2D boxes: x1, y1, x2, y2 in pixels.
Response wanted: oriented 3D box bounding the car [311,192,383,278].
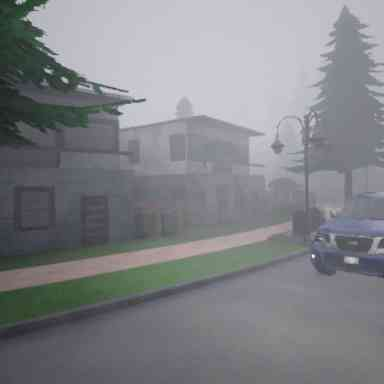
[{"bbox_3d":[5.292,1.038,9.022,2.150,2.045,5.566,0,1,44],"label":"car"}]
